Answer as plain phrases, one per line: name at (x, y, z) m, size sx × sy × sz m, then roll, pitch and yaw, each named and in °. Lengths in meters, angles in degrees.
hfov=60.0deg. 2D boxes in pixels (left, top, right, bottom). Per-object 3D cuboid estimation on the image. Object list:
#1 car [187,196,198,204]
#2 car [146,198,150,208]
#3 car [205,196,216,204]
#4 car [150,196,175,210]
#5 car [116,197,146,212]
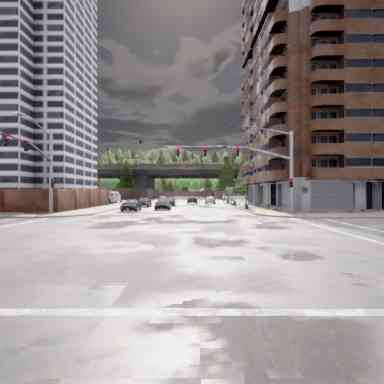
car at (0.056, 1.504, 63.229) m, size 1.837 × 1.490 × 4.892 m, roll 0°, pitch 0°, yaw 0°
car at (-7.124, 1.547, 49.722) m, size 2.033 × 1.411 × 5.357 m, roll 0°, pitch 0°, yaw 0°
car at (3.455, 1.525, 63.109) m, size 1.812 × 1.442 × 4.674 m, roll 0°, pitch 0°, yaw 0°
car at (-3.628, 1.547, 42.242) m, size 2.033 × 1.411 × 5.357 m, roll 0°, pitch 0°, yaw 0°
car at (-7.127, 1.547, 39.369) m, size 2.033 × 1.411 × 5.357 m, roll 0°, pitch 0°, yaw 0°
